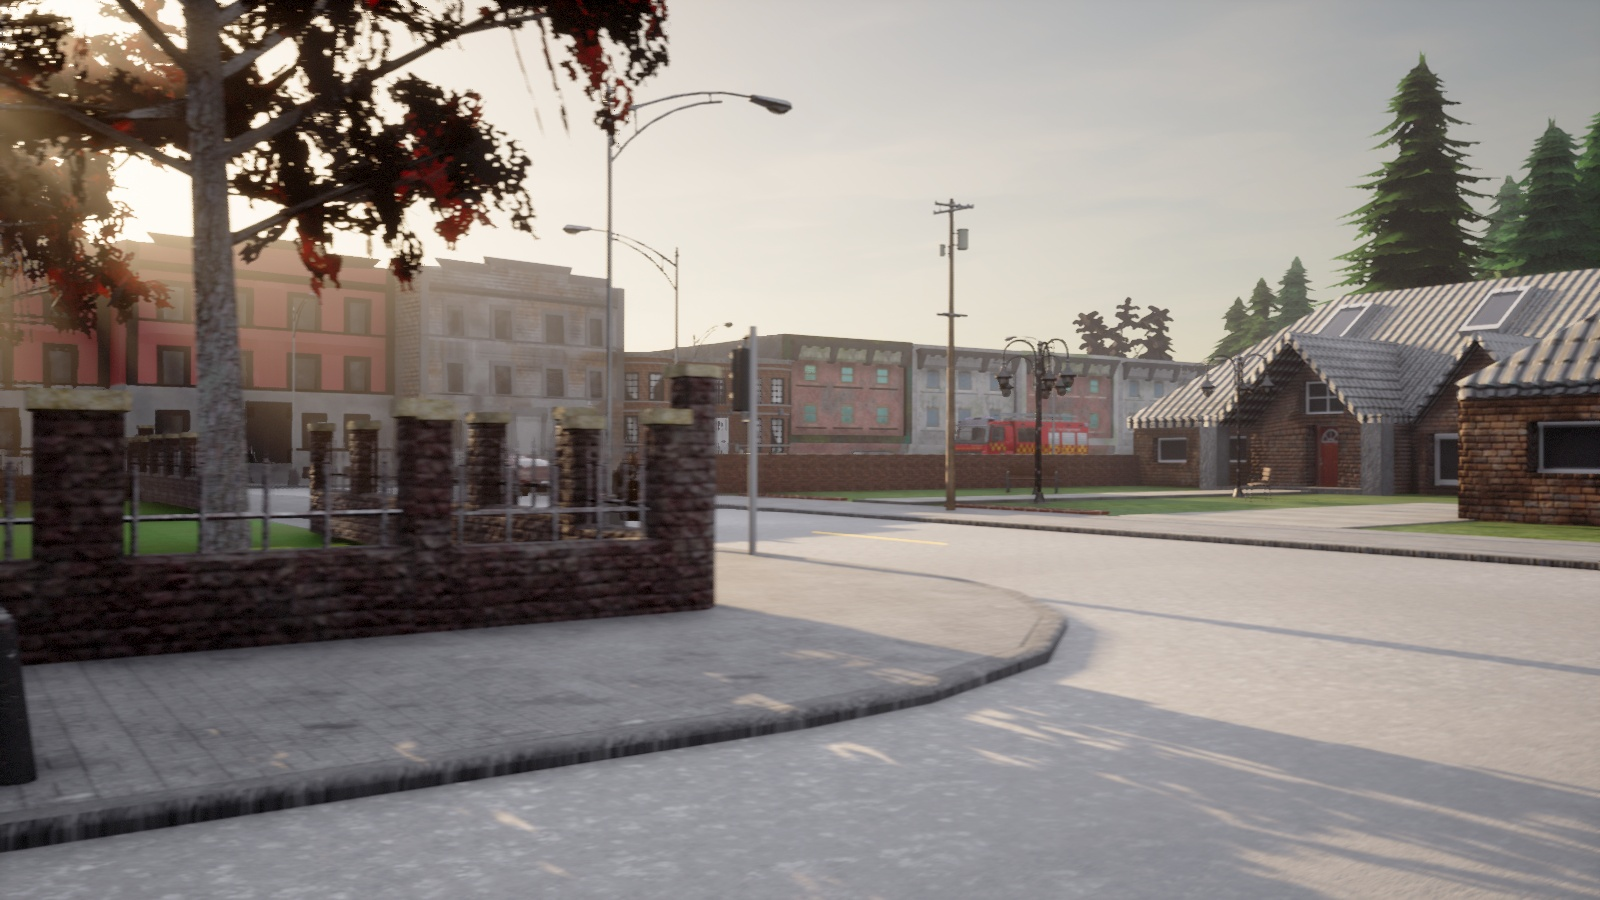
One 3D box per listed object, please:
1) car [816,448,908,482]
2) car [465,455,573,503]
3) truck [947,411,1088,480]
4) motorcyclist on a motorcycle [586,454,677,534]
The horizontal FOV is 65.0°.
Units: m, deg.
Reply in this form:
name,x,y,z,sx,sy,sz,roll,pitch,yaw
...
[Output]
name,x,y,z,sx,sy,sz,roll,pitch,yaw
car,3.317,0.768,66.636,4.553,1.767,2.097,0,0,-35
car,-9.176,0.893,40.719,1.812,1.442,4.674,0,0,-34
truck,12.739,-0.256,73.166,8.468,3.827,2.891,0,0,-35
motorcyclist on a motorcycle,-3.415,0.851,25.339,0.866,1.530,2.191,0,0,-36
